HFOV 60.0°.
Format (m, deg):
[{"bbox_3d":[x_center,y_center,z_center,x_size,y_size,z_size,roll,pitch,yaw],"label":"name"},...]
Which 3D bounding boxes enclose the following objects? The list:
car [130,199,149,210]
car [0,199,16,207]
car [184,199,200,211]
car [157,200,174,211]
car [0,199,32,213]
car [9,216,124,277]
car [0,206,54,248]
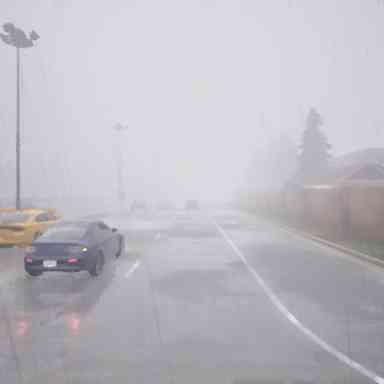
[{"bbox_3d":[-6.995,1.683,44.660,2.033,1.411,5.357,0,0,0],"label":"car"},{"bbox_3d":[-17.497,1.667,33.846,1.994,1.385,4.181,0,0,0],"label":"car"},{"bbox_3d":[0.007,1.637,43.569,1.837,1.490,4.892,0,0,0],"label":"car"},{"bbox_3d":[-3.494,1.697,43.783,1.994,1.385,4.181,0,0,0],"label":"car"},{"bbox_3d":[-20.996,1.597,39.181,1.882,1.535,5.008,0,0,0],"label":"car"},{"bbox_3d":[-3.399,1.557,10.263,1.812,1.442,4.674,0,0,0],"label":"car"},{"bbox_3d":[-6.897,1.521,14.283,1.882,1.535,5.008,0,0,0],"label":"car"}]
